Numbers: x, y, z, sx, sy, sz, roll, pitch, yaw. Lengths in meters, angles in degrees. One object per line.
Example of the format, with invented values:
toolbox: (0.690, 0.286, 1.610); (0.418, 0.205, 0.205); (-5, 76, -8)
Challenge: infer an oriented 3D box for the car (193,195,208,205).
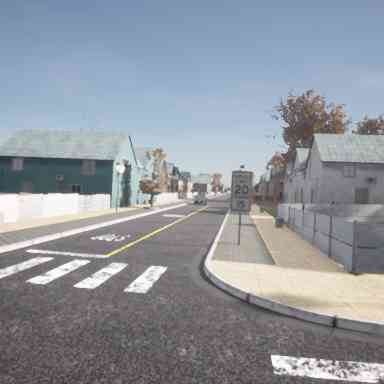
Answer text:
car: (1.378, 1.200, 50.750); (1.837, 1.490, 4.892); (3, 1, 8)
